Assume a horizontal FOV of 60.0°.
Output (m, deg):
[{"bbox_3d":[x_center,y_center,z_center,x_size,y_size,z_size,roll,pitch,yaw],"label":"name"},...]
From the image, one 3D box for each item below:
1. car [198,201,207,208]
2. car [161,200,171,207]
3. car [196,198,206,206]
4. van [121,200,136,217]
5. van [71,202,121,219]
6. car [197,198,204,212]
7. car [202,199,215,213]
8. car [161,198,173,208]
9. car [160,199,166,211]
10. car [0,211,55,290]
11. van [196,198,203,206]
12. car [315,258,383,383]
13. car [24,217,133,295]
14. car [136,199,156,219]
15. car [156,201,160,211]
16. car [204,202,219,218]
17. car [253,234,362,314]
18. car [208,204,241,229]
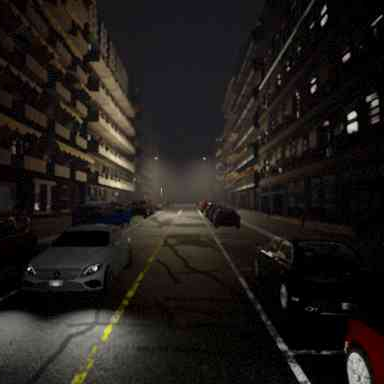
[{"bbox_3d":[2.099,2.502,68.392,1.802,1.307,4.206,1,-1,0],"label":"car"},{"bbox_3d":[-5.785,2.566,73.926,1.887,1.381,4.507,1,-1,0],"label":"car"},{"bbox_3d":[2.029,2.410,79.458,2.192,1.841,5.009,1,-1,0],"label":"car"},{"bbox_3d":[-5.446,1.650,24.160,1.690,1.788,3.998,1,-1,0],"label":"van"},{"bbox_3d":[-5.408,1.578,18.629,1.690,1.788,3.998,1,-1,0],"label":"van"},{"bbox_3d":[2.253,1.909,46.273,2.192,1.841,5.009,1,-1,0],"label":"car"},{"bbox_3d":[2.366,1.882,35.211,1.967,1.590,4.097,1,-1,0],"label":"car"},{"bbox_3d":[-5.742,2.250,68.398,2.192,1.841,5.009,1,-1,0],"label":"car"},{"bbox_3d":[-5.636,2.253,51.807,1.947,1.339,4.313,1,-1,0],"label":"car"},{"bbox_3d":[-5.333,1.417,7.572,2.192,1.841,5.009,1,-1,0],"label":"car"},{"bbox_3d":[1.991,2.526,84.988,1.690,1.788,3.998,1,-1,0],"label":"van"},{"bbox_3d":[2.579,1.566,2.028,1.887,1.381,4.507,1,-1,0],"label":"car"},{"bbox_3d":[-2.804,1.641,9.165,1.812,1.442,4.674,0,-1,0],"label":"car"},{"bbox_3d":[-5.519,1.772,35.220,2.192,1.841,5.009,1,-1,0],"label":"car"},{"bbox_3d":[-5.556,1.847,40.749,2.192,1.841,5.009,1,-1,0],"label":"car"},{"bbox_3d":[2.394,1.912,29.678,1.887,1.381,4.507,1,-1,0],"label":"car"},{"bbox_3d":[2.541,1.637,7.559,2.008,1.369,4.403,1,-1,0],"label":"car"},{"bbox_3d":[2.431,1.839,24.149,1.887,1.381,4.507,1,-1,0],"label":"car"}]
